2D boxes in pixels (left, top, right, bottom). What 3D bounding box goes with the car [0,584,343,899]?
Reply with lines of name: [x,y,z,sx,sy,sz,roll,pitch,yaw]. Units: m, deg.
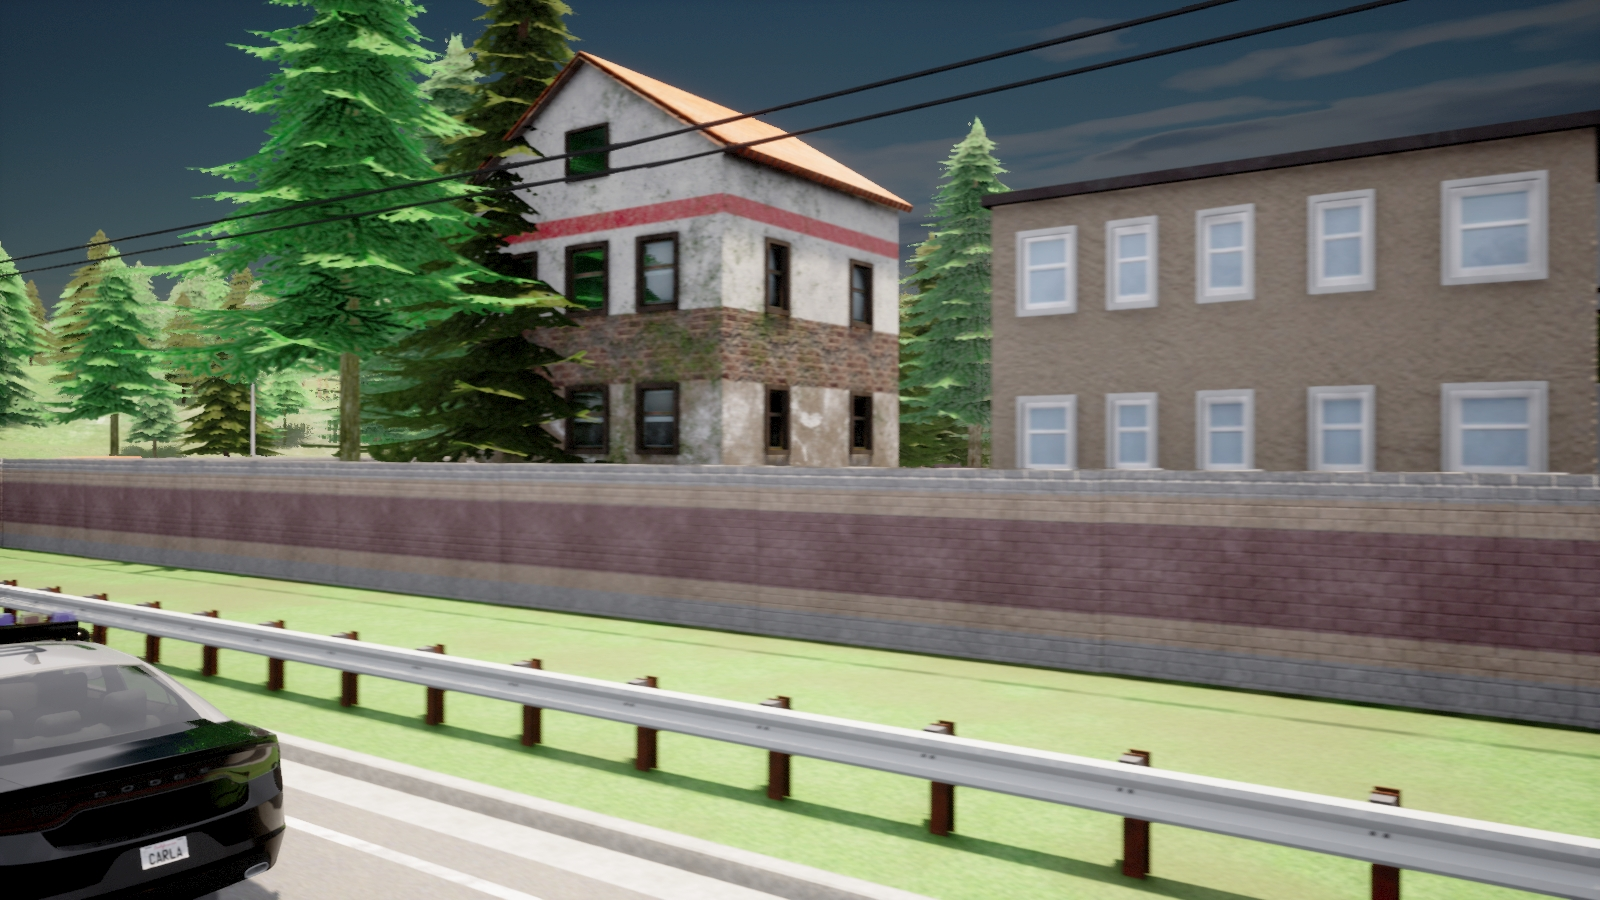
car: [-5.565,1.982,7.682,5.238,1.638,2.097,0,0,35]
